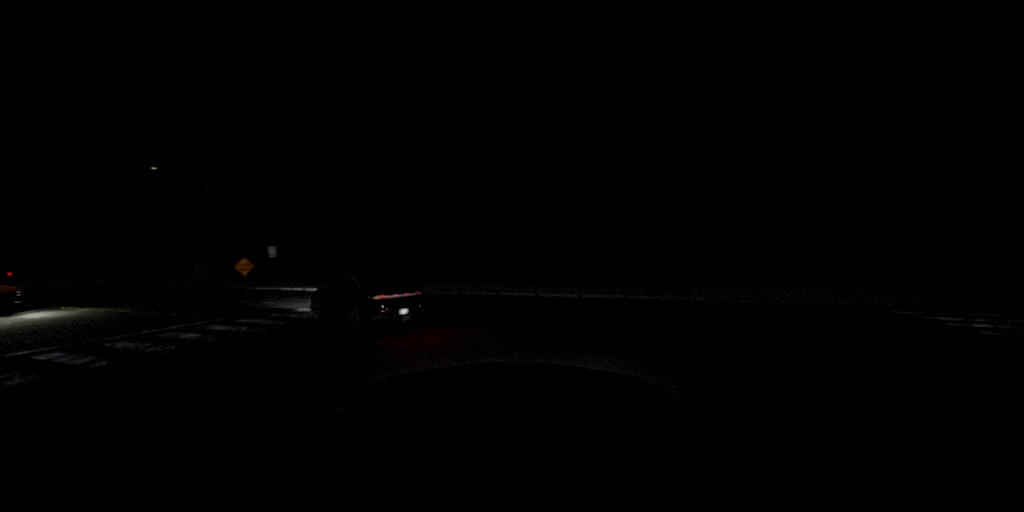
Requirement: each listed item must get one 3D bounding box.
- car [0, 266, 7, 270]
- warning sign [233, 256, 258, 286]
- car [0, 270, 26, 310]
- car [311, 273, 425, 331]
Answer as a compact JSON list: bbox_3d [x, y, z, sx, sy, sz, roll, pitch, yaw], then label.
[{"bbox_3d":[-41.374,1.508,27.904,4.553,1.767,2.097,-1,1,19],"label":"car"},{"bbox_3d":[-16.986,0.952,22.796,1.060,1.860,1.300,0,0,18],"label":"warning sign"},{"bbox_3d":[-22.306,1.494,14.594,5.008,1.535,1.882,-1,1,18],"label":"car"},{"bbox_3d":[-4.697,1.283,11.342,4.902,1.511,2.128,0,1,43],"label":"car"}]
